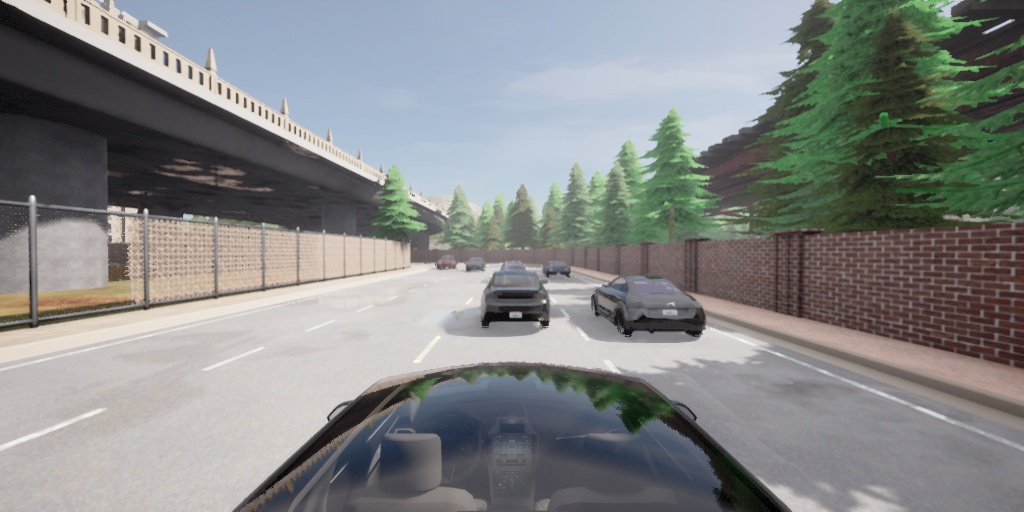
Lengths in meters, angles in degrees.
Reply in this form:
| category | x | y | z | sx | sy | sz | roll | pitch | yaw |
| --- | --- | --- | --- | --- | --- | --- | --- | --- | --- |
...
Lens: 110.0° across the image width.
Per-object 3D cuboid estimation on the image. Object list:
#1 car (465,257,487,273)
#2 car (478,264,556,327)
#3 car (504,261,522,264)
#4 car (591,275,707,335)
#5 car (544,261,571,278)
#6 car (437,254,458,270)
| category | x | y | z | sx | sy | sz | roll | pitch | yaw |
| --- | --- | --- | --- | --- | --- | --- | --- | --- | --- |
| car | -3.636 | 0.875 | 36.798 | 1.837 | 1.490 | 4.892 | 0 | 1 | -1 |
| car | 0.085 | 1.154 | 11.084 | 1.837 | 1.490 | 4.892 | 0 | 1 | 0 |
| car | 0.090 | 1.048 | 29.685 | 1.895 | 1.301 | 4.718 | 0 | 1 | 0 |
| car | 3.579 | 1.223 | 10.118 | 1.994 | 1.385 | 4.181 | 0 | 1 | 0 |
| car | 3.590 | 1.048 | 29.686 | 1.895 | 1.301 | 4.718 | 0 | 1 | 0 |
| car | -7.310 | 0.678 | 40.920 | 2.097 | 1.767 | 4.553 | 0 | 1 | -7 |
